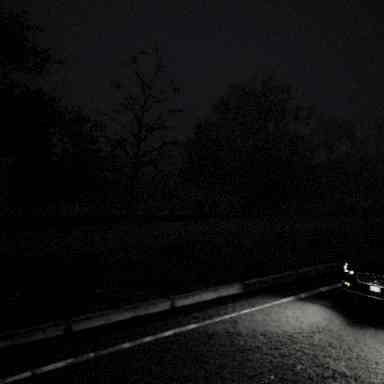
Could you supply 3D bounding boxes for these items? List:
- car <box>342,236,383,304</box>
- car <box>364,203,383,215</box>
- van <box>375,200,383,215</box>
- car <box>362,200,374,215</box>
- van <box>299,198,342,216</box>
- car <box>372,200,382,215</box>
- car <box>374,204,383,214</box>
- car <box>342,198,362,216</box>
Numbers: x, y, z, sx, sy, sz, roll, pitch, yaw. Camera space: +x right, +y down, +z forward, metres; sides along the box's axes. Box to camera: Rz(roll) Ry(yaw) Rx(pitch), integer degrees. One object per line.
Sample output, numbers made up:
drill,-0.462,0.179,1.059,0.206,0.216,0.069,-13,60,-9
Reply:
car,5.314,1.533,7.476,4.892,1.490,1.837,1,0,-36
car,28.154,2.515,48.404,2.097,1.535,5.008,3,-1,-35
van,23.683,2.093,45.367,1.878,1.987,4.442,3,-1,-35
car,19.344,2.117,41.905,1.946,1.575,5.366,2,-1,-35
van,14.568,1.711,38.872,1.878,1.987,4.442,2,-1,-35
car,21.493,2.219,43.655,2.231,1.521,4.892,3,-1,-35
car,30.510,2.620,50.084,2.097,1.535,5.008,3,-1,-35
car,16.974,1.774,40.477,2.435,2.045,5.566,2,-1,-35
